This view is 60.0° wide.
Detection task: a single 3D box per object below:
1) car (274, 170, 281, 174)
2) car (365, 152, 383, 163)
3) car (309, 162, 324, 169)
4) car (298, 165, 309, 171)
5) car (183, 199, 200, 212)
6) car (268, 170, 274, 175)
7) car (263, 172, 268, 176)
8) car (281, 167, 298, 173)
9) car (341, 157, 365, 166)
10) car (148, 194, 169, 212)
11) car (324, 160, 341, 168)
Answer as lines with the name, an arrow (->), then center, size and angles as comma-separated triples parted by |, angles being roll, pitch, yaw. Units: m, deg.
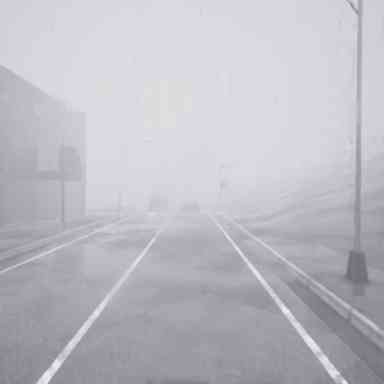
car -> 21.378, -4.495, 77.281 | 2.002, 1.452, 4.674 | 0, 1, -1
car -> 22.916, -3.940, 38.750 | 2.185, 1.767, 4.553 | 0, 1, -5
car -> 21.863, -4.177, 55.334 | 2.231, 1.521, 4.892 | 0, 1, -1
car -> 21.735, -4.277, 60.852 | 2.231, 1.521, 4.892 | 0, 1, -1
car -> -0.090, 1.481, 37.720 | 1.812, 1.442, 4.674 | 0, 0, -3
car -> 21.255, -4.749, 82.953 | 2.185, 1.767, 4.553 | 0, 1, -1
car -> 21.135, -4.830, 88.472 | 2.185, 1.767, 4.553 | 0, 1, -1
car -> 21.497, -4.576, 71.787 | 2.185, 1.767, 4.553 | 0, 1, -1
car -> 22.448, -3.937, 44.256 | 2.097, 1.535, 5.008 | 0, 1, -4
car -> -3.891, 1.200, 39.333 | 2.150, 2.045, 5.566 | 0, -1, -4
car -> 22.096, -4.019, 49.793 | 2.002, 1.452, 4.674 | 0, 1, -2
